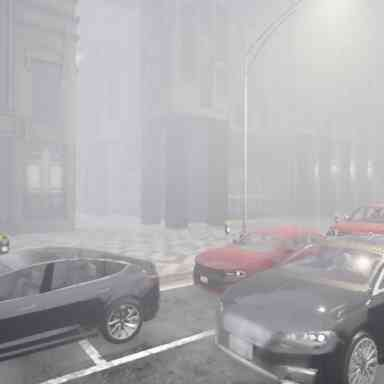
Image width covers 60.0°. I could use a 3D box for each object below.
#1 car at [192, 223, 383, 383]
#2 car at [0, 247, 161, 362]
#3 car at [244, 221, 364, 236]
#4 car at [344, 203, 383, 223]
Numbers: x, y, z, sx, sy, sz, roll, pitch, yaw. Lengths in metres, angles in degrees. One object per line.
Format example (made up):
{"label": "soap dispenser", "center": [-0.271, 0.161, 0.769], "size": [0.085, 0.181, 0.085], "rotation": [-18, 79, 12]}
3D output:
{"label": "car", "center": [2.544, 1.496, 5.200], "size": [4.902, 1.511, 2.128], "rotation": [0, 0, -36]}
{"label": "car", "center": [-2.512, 1.567, 4.854], "size": [4.313, 1.339, 1.947], "rotation": [0, 0, -36]}
{"label": "car", "center": [2.073, 1.551, 8.133], "size": [4.507, 1.381, 1.887], "rotation": [0, 0, -36]}
{"label": "car", "center": [6.658, 1.327, 11.411], "size": [5.009, 1.841, 2.192], "rotation": [0, 0, -36]}
